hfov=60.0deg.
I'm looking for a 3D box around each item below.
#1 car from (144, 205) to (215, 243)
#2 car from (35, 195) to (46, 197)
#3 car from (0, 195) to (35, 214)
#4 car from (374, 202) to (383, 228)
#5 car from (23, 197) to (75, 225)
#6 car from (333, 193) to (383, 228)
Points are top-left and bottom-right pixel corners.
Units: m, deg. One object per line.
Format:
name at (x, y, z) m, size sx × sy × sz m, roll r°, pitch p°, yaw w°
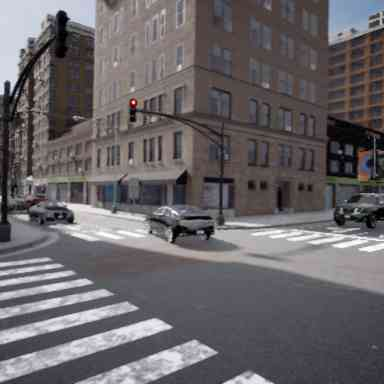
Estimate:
car at (-0.730, 1.340, 15.263) m, size 2.128 × 1.511 × 4.902 m, roll 1°, pitch 0°, yaw -26°
car at (-16.990, 1.025, 36.272) m, size 1.882 × 1.535 × 5.008 m, roll 1°, pitch 0°, yaw -39°
car at (-15.807, 1.094, 29.709) m, size 1.812 × 1.442 × 4.674 m, roll 1°, pitch 0°, yaw -39°
car at (12.062, 1.412, 17.785) m, size 4.902 × 1.511 × 2.128 m, roll 0°, pitch 1°, yaw -39°
car at (-9.050, 1.263, 21.328) m, size 1.994 × 1.385 × 4.181 m, roll 1°, pitch 0°, yaw -39°
car at (11.347, 1.103, 21.364) m, size 5.566 × 2.045 × 2.150 m, roll 0°, pitch 1°, yaw -38°
